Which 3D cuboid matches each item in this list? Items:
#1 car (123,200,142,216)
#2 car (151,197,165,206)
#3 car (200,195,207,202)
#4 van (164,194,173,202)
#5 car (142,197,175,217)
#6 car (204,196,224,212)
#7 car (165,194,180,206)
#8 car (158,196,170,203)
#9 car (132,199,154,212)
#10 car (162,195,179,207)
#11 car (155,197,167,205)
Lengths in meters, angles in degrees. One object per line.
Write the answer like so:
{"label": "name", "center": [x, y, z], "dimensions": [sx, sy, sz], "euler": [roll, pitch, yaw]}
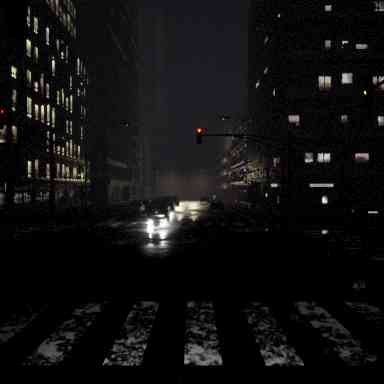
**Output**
{"label": "car", "center": [-5.646, 1.516, 32.847], "dimensions": [1.752, 1.417, 4.829], "euler": [-1, 0, 0]}
{"label": "car", "center": [-5.605, 1.530, 55.635], "dimensions": [1.887, 1.381, 4.507], "euler": [-1, 0, 0]}
{"label": "car", "center": [2.804, 1.422, 72.585], "dimensions": [1.967, 1.590, 4.097], "euler": [-1, 0, 0]}
{"label": "van", "center": [-5.567, 1.322, 78.254], "dimensions": [1.690, 1.788, 3.998], "euler": [-1, 0, 0]}
{"label": "car", "center": [-3.046, 1.482, 30.999], "dimensions": [2.128, 1.511, 4.902], "euler": [0, 0, 0]}
{"label": "car", "center": [2.744, 1.540, 38.657], "dimensions": [2.008, 1.369, 4.403], "euler": [-1, 0, 0]}
{"label": "car", "center": [-2.999, 1.339, 50.448], "dimensions": [2.097, 1.767, 4.553], "euler": [0, 0, 0]}
{"label": "car", "center": [-5.585, 1.528, 66.944], "dimensions": [1.887, 1.381, 4.507], "euler": [-1, 0, 0]}
{"label": "car", "center": [-5.635, 1.555, 38.672], "dimensions": [1.947, 1.339, 4.313], "euler": [-1, 0, 0]}
{"label": "car", "center": [-3.023, 1.480, 40.484], "dimensions": [2.128, 1.511, 4.902], "euler": [0, 0, 0]}
{"label": "car", "center": [-5.594, 1.567, 61.290], "dimensions": [1.802, 1.307, 4.206], "euler": [-1, 0, 0]}
